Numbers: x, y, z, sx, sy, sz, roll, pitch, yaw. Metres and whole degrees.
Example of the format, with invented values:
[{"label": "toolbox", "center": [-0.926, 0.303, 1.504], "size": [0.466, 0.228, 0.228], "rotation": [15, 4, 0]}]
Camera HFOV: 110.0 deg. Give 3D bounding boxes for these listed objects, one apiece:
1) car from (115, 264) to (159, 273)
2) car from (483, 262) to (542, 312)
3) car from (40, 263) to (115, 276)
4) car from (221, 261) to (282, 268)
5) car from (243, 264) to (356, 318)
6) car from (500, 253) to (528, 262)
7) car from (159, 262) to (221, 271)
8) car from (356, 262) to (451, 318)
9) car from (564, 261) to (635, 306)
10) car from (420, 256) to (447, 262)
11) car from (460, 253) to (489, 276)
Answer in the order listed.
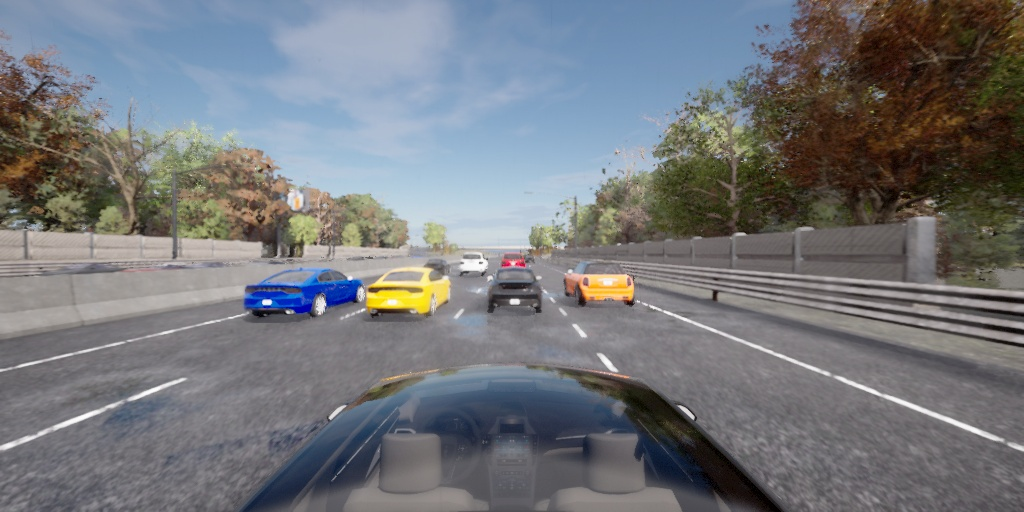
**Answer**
[{"label": "car", "center": [-24.602, 1.164, 25.567], "size": [1.895, 1.301, 4.718], "rotation": [0, 0, 0]}, {"label": "car", "center": [0.099, 1.161, 13.599], "size": [1.837, 1.490, 4.892], "rotation": [0, 0, 0]}, {"label": "car", "center": [-28.100, 1.141, 23.723], "size": [1.994, 1.385, 4.181], "rotation": [0, 0, 0]}, {"label": "car", "center": [-17.602, 1.090, 25.343], "size": [1.812, 1.442, 4.674], "rotation": [0, 0, 0]}, {"label": "car", "center": [-6.900, 1.142, 12.569], "size": [1.882, 1.535, 5.008], "rotation": [0, 0, 0]}, {"label": "car", "center": [0.093, 0.730, 32.755], "size": [2.150, 2.045, 5.566], "rotation": [0, 0, 0]}, {"label": "car", "center": [-21.101, 1.133, 24.693], "size": [1.994, 1.385, 4.181], "rotation": [0, 0, 0]}, {"label": "car", "center": [-3.399, 1.141, 12.655], "size": [1.882, 1.535, 5.008], "rotation": [0, 0, 0]}, {"label": "car", "center": [3.497, 0.993, 15.188], "size": [2.097, 1.767, 4.553], "rotation": [0, 0, 0]}, {"label": "car", "center": [-6.904, 1.008, 33.469], "size": [1.837, 1.490, 4.892], "rotation": [0, 0, 0]}, {"label": "car", "center": [-3.407, 0.730, 32.694], "size": [2.150, 2.045, 5.566], "rotation": [0, 0, 0]}]
